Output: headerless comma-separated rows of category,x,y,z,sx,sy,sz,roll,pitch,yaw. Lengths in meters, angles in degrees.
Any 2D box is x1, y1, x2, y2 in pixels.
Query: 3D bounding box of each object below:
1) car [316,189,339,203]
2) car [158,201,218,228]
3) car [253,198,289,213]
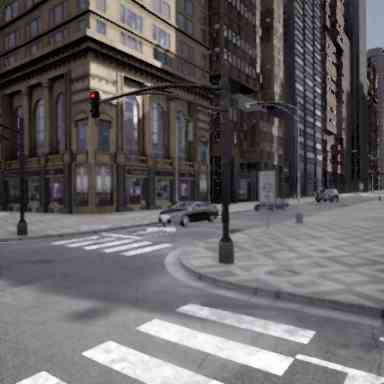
car,19.991,0.544,48.879,2.150,2.045,5.566,-1,0,36
car,-0.175,1.347,21.425,2.128,1.511,4.902,-1,1,36
car,7.696,1.253,32.207,1.895,1.301,4.718,-1,1,35
